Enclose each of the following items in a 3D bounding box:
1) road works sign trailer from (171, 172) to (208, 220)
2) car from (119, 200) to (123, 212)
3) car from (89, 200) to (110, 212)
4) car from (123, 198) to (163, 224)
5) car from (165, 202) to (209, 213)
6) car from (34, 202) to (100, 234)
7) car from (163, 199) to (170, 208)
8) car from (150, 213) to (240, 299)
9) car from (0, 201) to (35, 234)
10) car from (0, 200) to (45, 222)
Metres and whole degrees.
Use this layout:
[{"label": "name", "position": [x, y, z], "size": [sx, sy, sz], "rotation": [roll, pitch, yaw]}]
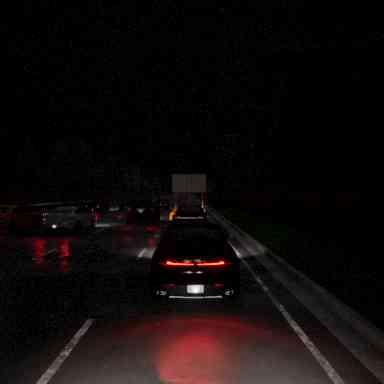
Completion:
[{"label": "road works sign trailer", "position": [-0.191, 0.464, 22.687], "size": [2.380, 3.560, 2.880], "rotation": [0, 0, -3]}, {"label": "car", "position": [-7.223, 1.490, 38.844], "size": [2.128, 1.511, 4.902], "rotation": [0, 0, -1]}, {"label": "car", "position": [-10.715, 1.600, 37.875], "size": [1.895, 1.301, 4.718], "rotation": [0, 0, -1]}, {"label": "car", "position": [-3.597, 1.351, 25.184], "size": [2.097, 1.767, 4.553], "rotation": [0, 0, -1]}, {"label": "car", "position": [-0.075, 1.488, 18.817], "size": [2.128, 1.511, 4.902], "rotation": [0, 0, 1]}, {"label": "car", "position": [-7.045, 1.526, 19.292], "size": [1.812, 1.442, 4.674], "rotation": [0, 0, -1]}, {"label": "car", "position": [-3.751, 1.547, 41.822], "size": [2.033, 1.411, 5.357], "rotation": [0, 0, 0]}, {"label": "car", "position": [0.045, 1.505, 8.427], "size": [1.837, 1.490, 4.892], "rotation": [0, 0, 0]}, {"label": "car", "position": [-10.547, 1.477, 19.464], "size": [1.882, 1.535, 5.008], "rotation": [0, 0, -1]}, {"label": "car", "position": [-14.117, 1.490, 27.073], "size": [2.128, 1.511, 4.902], "rotation": [0, 0, 0]}]
